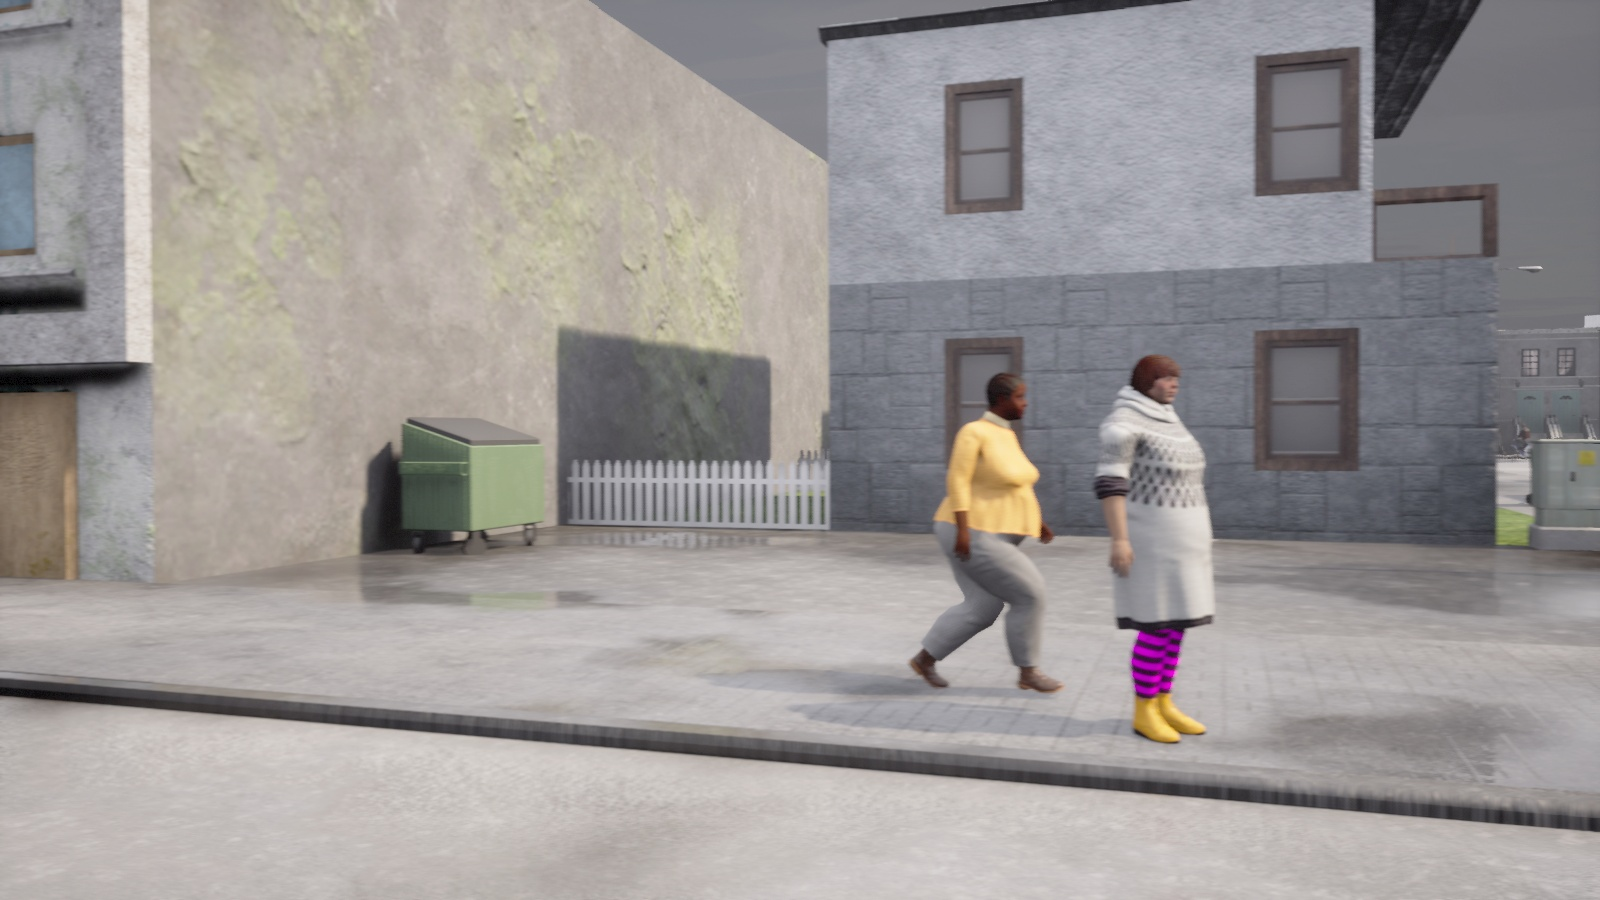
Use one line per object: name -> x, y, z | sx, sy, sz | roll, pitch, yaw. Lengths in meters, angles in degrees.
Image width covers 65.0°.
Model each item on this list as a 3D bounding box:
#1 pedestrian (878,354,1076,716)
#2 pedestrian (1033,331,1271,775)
pedestrian -> 1.003, 0.428, 6.998 | 0.900, 1.855, 0.874 | 1, 1, 22
pedestrian -> 1.688, 0.445, 6.060 | 0.659, 1.952, 0.873 | -1, 1, -43
